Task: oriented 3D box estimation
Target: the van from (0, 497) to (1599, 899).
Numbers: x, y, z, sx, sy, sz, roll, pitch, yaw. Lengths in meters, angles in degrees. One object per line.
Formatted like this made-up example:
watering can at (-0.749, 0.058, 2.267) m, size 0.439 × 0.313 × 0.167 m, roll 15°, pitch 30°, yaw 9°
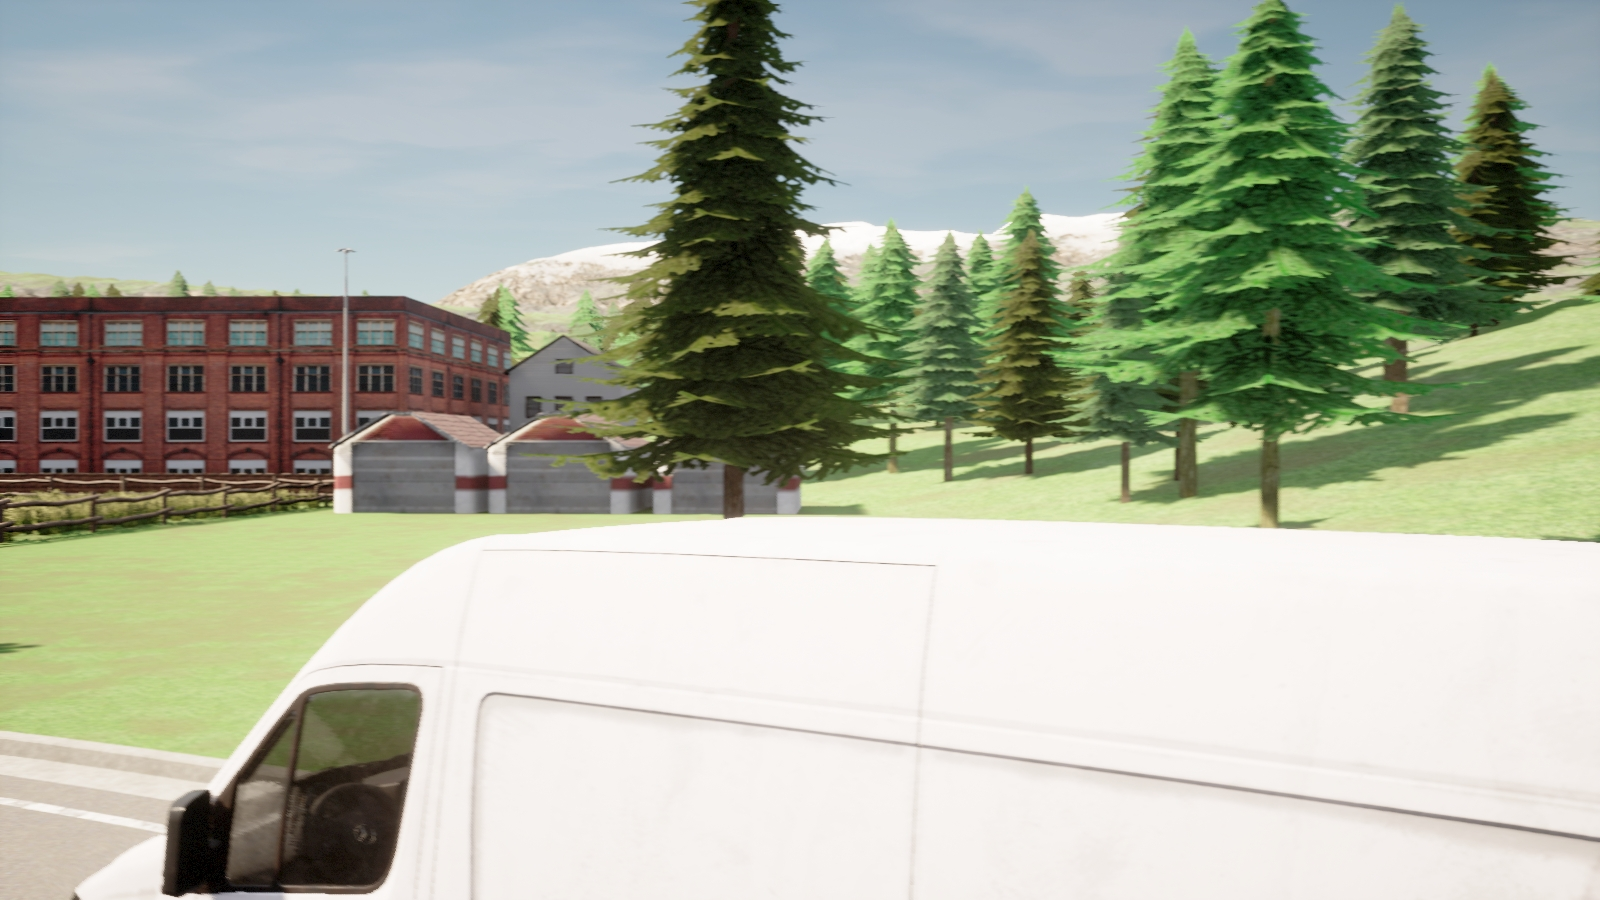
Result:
van at (-0.175, 1.526, 3.904) m, size 5.915 × 2.561 × 1.988 m, roll 0°, pitch -1°, yaw 29°
